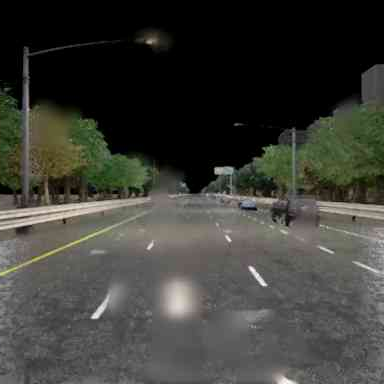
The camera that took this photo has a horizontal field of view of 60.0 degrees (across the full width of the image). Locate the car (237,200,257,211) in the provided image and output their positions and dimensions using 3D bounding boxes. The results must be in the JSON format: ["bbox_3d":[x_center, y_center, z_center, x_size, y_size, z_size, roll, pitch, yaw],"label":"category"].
[{"bbox_3d":[7.101,1.674,43.136,1.994,1.385,4.181,0,0,0],"label":"car"}]

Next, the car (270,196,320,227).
[{"bbox_3d":[7.028,1.272,23.163,2.150,2.045,5.566,0,0,0],"label":"car"}]

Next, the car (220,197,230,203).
[{"bbox_3d":[7.293,1.743,73.429,2.033,1.411,5.357,0,0,0],"label":"car"}]
